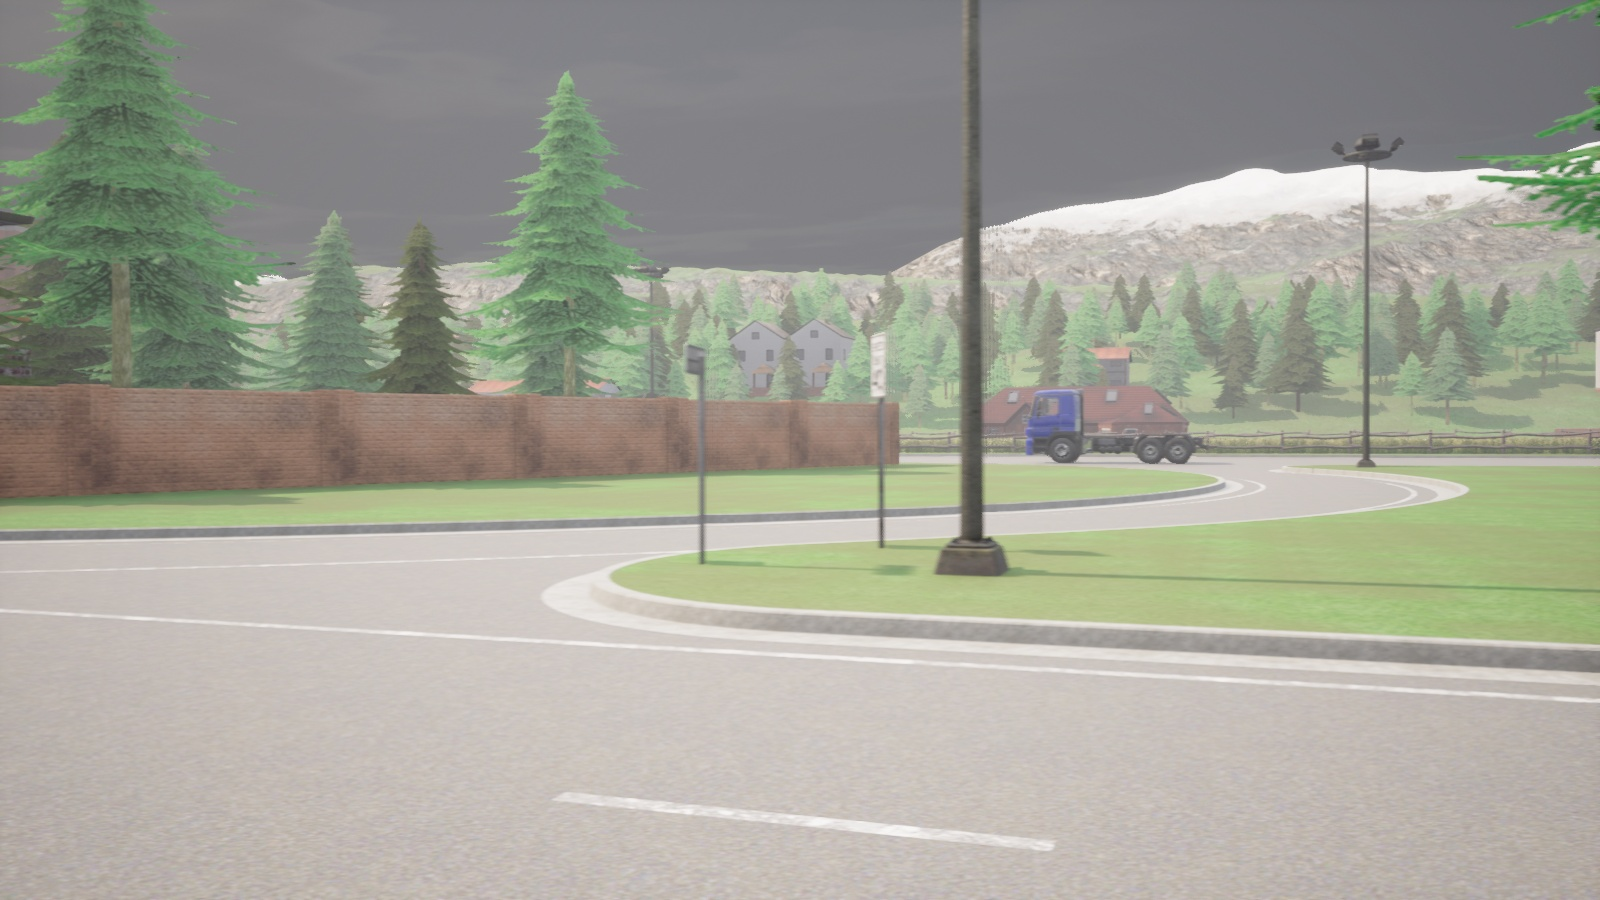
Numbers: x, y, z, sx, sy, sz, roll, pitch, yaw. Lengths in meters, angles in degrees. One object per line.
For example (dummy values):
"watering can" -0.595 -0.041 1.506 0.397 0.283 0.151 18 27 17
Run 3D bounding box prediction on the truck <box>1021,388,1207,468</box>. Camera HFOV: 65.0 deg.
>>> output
"truck" 14.274 -1.016 57.080 7.936 3.462 2.891 1 1 19
